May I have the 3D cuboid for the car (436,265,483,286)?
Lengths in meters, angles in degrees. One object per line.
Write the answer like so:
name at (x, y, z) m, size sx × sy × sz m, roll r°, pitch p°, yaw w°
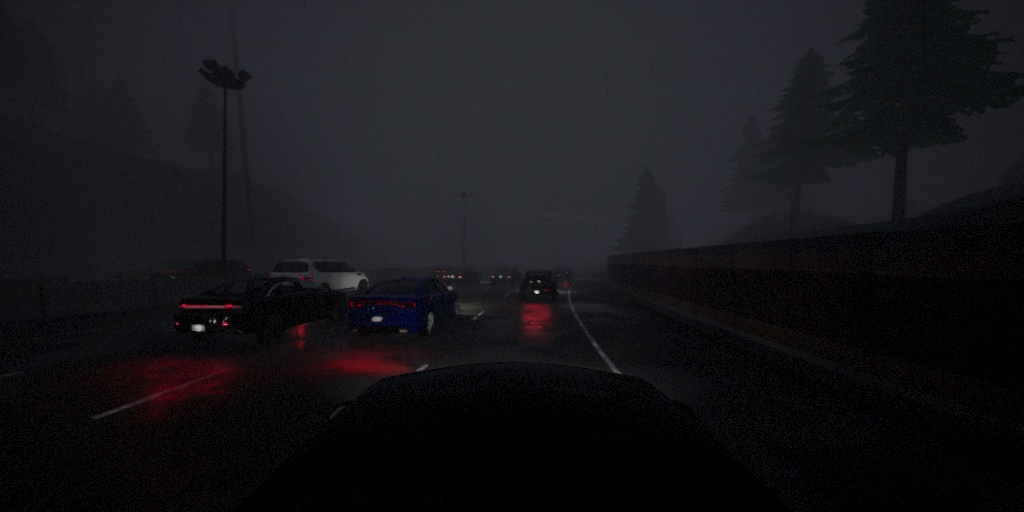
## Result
car at (-3.924, 1.639, 29.056) m, size 2.033 × 1.411 × 5.357 m, roll 0°, pitch -1°, yaw 12°

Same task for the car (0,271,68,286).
car at (-30.211, 1.570, 21.258) m, size 1.895 × 1.301 × 4.718 m, roll 0°, pitch -1°, yaw 8°

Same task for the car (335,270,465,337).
car at (-2.950, 1.339, 10.778) m, size 1.882 × 1.535 × 5.008 m, roll 0°, pitch -1°, yaw 4°

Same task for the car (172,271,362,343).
car at (-6.504, 1.341, 10.037) m, size 2.128 × 1.511 × 4.902 m, roll 0°, pitch -1°, yaw 4°

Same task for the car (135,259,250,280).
car at (-19.450, 1.217, 22.607) m, size 2.150 × 2.045 × 5.566 m, roll 0°, pitch -1°, yaw 8°

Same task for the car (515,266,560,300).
car at (1.538, 1.482, 19.548) m, size 1.837 × 1.490 × 4.892 m, roll 0°, pitch -1°, yaw 8°

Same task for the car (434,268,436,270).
car at (-6.145, 1.654, 34.824) m, size 2.128 × 1.511 × 4.902 m, roll 0°, pitch -1°, yaw 14°

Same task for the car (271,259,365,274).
car at (-9.307, 1.166, 17.769) m, size 2.150 × 2.045 × 5.566 m, roll 0°, pitch -1°, yaw 7°

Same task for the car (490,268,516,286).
car at (-0.305, 1.645, 29.267) m, size 2.033 × 1.411 × 5.357 m, roll 0°, pitch -1°, yaw 12°

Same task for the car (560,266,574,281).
car at (5.106, 1.718, 36.378) m, size 1.812 × 1.442 × 4.674 m, roll 0°, pitch -1°, yaw 16°

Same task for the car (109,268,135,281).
car at (-25.897, 1.262, 26.650) m, size 2.150 × 2.045 × 5.566 m, roll 0°, pitch -1°, yaw 10°
